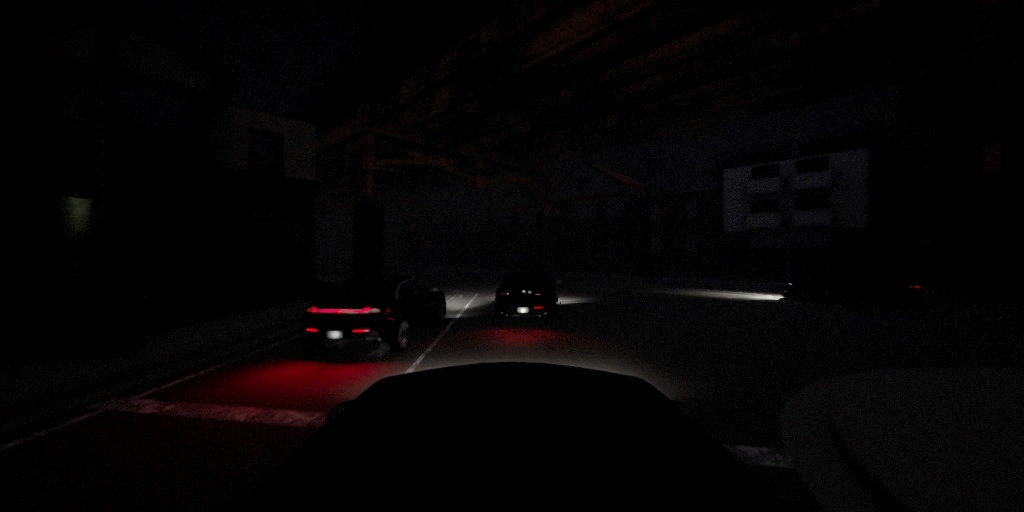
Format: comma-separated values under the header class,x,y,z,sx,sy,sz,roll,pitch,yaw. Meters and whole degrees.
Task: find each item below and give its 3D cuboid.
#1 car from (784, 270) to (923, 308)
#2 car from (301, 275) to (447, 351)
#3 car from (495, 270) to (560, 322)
class,x,y,z,sx,sy,sz,roll,pitch,yaw
car,14.020,1.263,14.998,1.994,1.385,4.181,0,0,-45
car,-3.012,1.213,8.920,2.128,1.511,4.902,0,0,5
car,0.619,1.215,12.193,1.837,1.490,4.892,0,0,8
